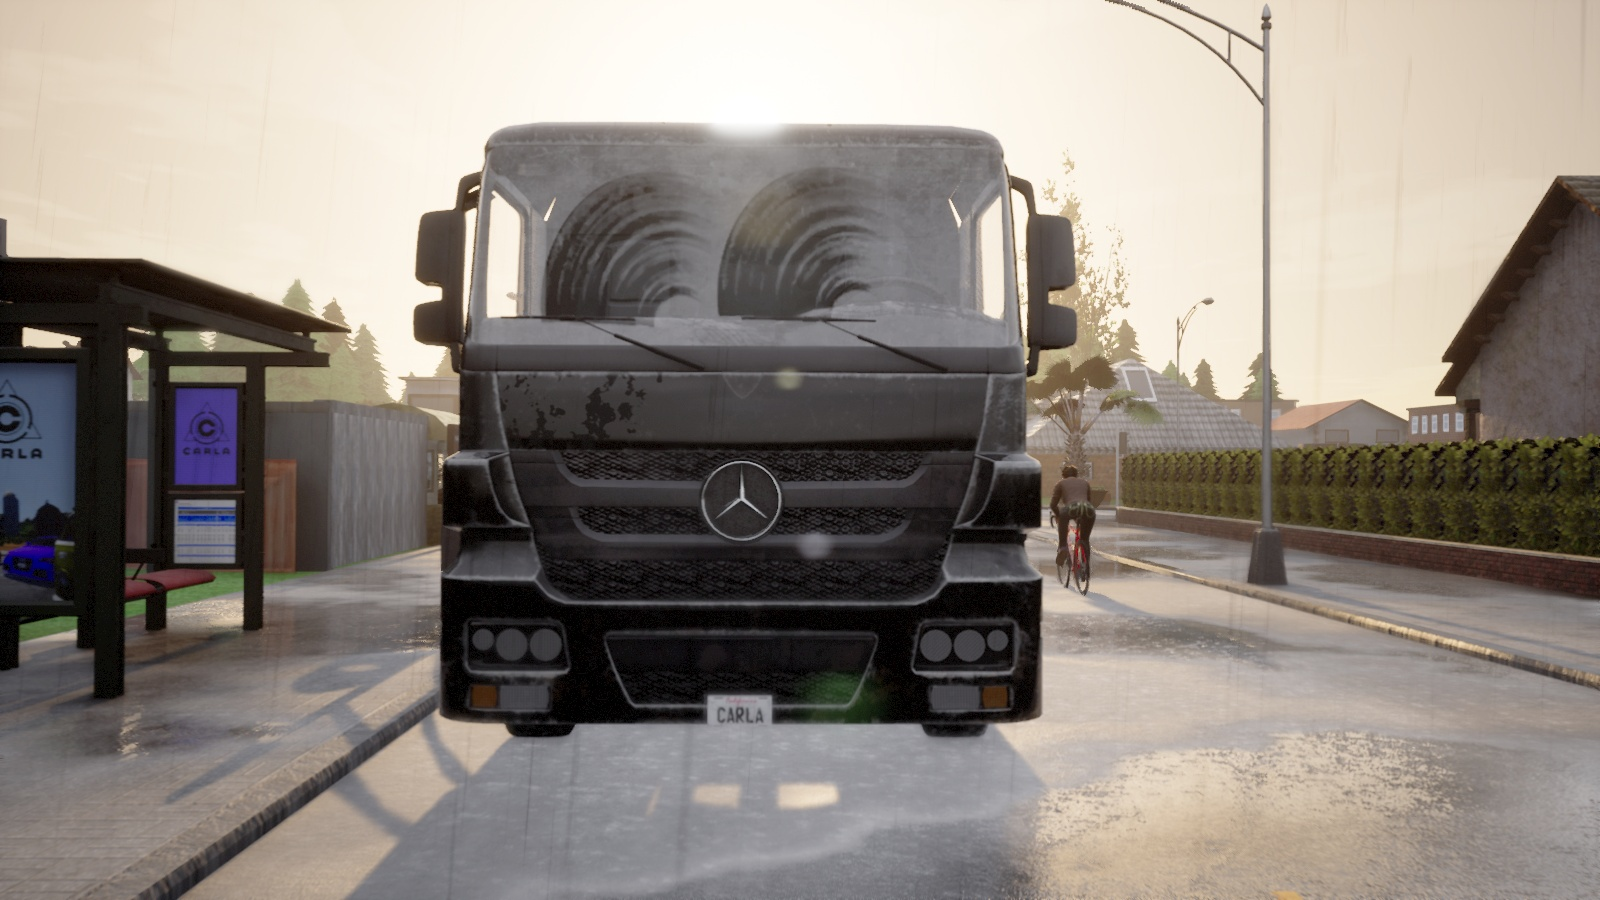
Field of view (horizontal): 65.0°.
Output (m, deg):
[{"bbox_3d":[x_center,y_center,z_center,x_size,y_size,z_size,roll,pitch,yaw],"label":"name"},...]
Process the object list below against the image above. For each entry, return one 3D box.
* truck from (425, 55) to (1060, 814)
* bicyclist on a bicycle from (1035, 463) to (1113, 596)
[{"bbox_3d":[-0.328,-0.025,9.713,2.891,3.462,7.936,0,-1,-1],"label":"truck"},{"bbox_3d":[3.503,0.990,16.181,0.582,1.620,1.656,0,-1,-1],"label":"bicyclist on a bicycle"}]
